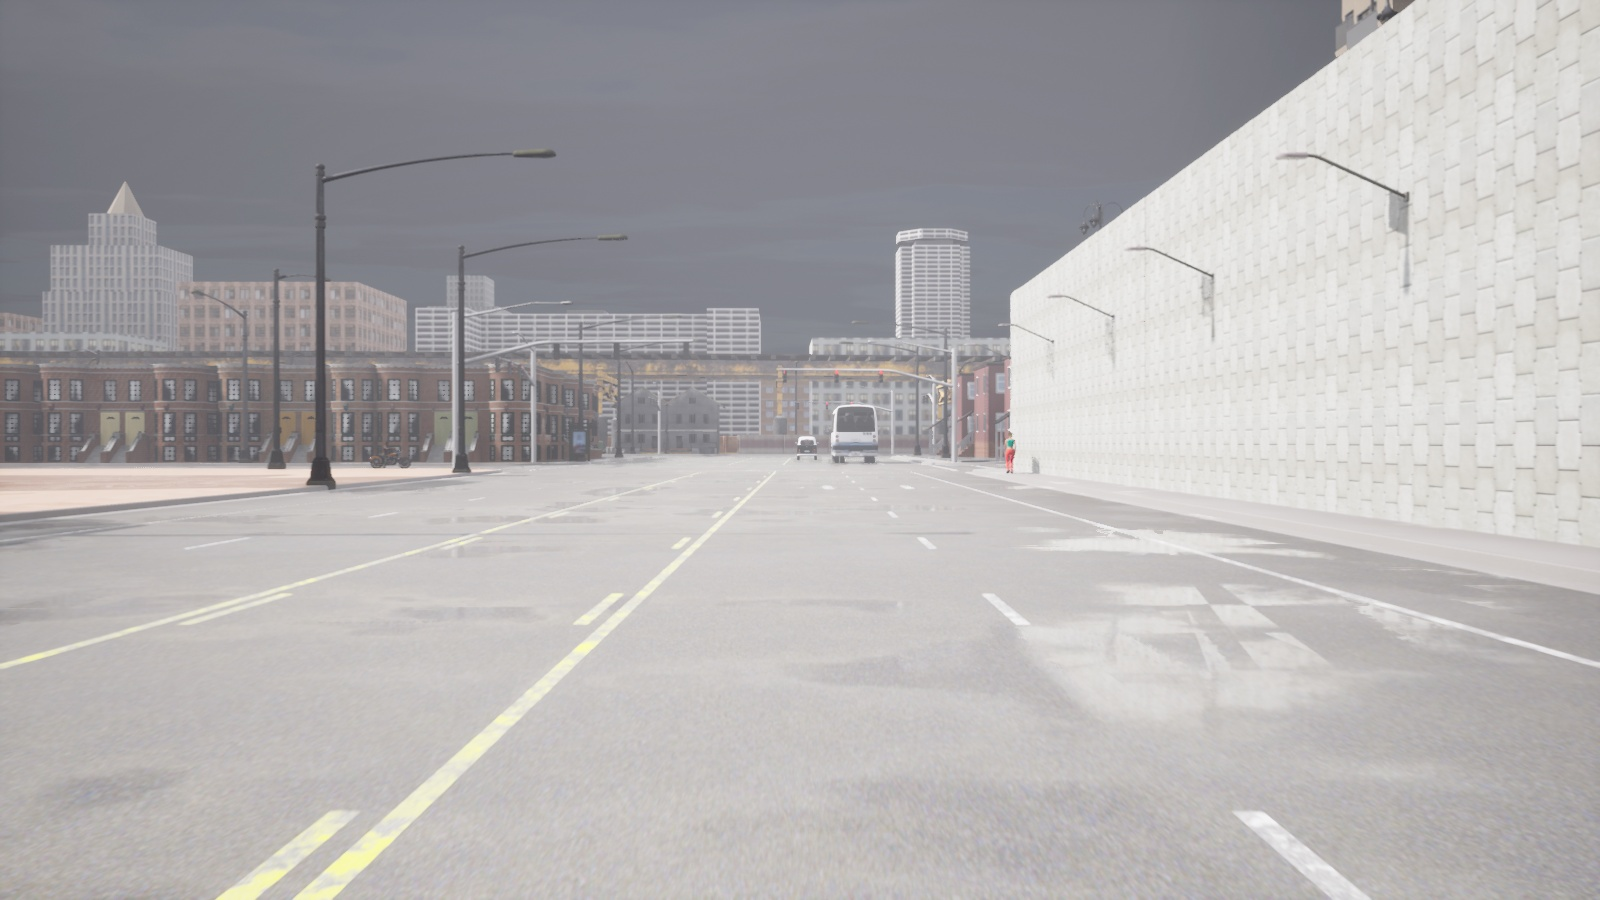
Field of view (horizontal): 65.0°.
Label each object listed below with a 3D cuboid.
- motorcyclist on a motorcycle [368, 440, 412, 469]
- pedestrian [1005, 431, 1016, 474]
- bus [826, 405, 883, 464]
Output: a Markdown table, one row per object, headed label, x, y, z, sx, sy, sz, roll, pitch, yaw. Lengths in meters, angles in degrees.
| label | x | y | z | sx | sy | sz | roll | pitch | yaw |
| --- | --- | --- | --- | --- | --- | --- | --- | --- | --- |
| motorcyclist on a motorcycle | -23.752 | 0.268 | 72.767 | 2.350 | 1.649 | 0.766 | 0 | 0 | 0 |
| pedestrian | 9.082 | 0.104 | 54.185 | 0.345 | 1.836 | 0.594 | 0 | 0 | 1 |
| bus | 4.052 | -1.166 | 95.745 | 3.944 | 4.253 | 10.273 | 0 | 0 | 0 |
